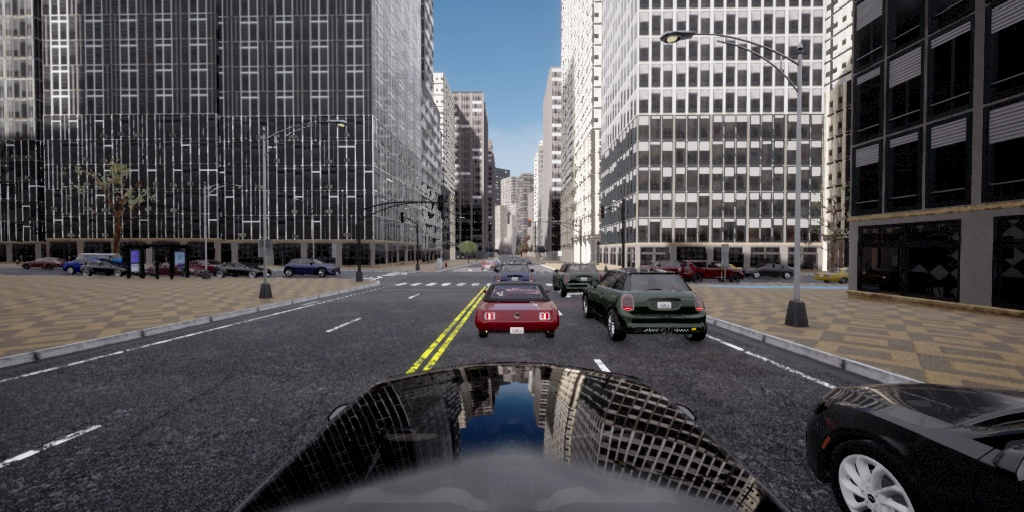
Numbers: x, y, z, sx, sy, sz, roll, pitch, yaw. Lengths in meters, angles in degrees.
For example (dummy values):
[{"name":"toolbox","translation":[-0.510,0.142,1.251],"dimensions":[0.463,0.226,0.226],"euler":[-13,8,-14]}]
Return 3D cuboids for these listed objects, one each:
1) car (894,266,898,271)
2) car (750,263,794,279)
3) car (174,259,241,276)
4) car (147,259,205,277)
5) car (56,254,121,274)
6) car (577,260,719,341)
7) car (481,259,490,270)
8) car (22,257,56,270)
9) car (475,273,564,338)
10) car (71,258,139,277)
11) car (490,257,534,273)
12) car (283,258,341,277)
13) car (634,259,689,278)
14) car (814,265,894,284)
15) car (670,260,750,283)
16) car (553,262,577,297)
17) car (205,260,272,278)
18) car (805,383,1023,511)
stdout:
[{"name":"car","translation":[33.160,1.685,29.276],"dimensions":[4.207,1.307,1.802],"euler":[0,0,1]},{"name":"car","translation":[24.960,1.442,35.207],"dimensions":[4.892,1.490,1.837],"euler":[0,1,1]},{"name":"car","translation":[-27.959,1.042,33.027],"dimensions":[4.674,1.442,1.812],"euler":[1,1,1]},{"name":"car","translation":[-28.365,1.138,30.343],"dimensions":[4.207,1.307,1.802],"euler":[0,0,1]},{"name":"car","translation":[-38.432,0.898,33.260],"dimensions":[5.008,1.535,1.882],"euler":[1,1,2]},{"name":"car","translation":[3.356,1.098,10.008],"dimensions":[2.097,1.767,4.553],"euler":[0,0,0]},{"name":"car","translation":[-3.241,1.241,50.572],"dimensions":[1.812,1.442,4.674],"euler":[0,0,0]},{"name":"car","translation":[-50.902,0.793,39.335],"dimensions":[4.207,1.307,1.802],"euler":[0,0,1]},{"name":"car","translation":[0.112,1.347,10.104],"dimensions":[1.895,1.301,4.718],"euler":[0,0,0]},{"name":"car","translation":[-34.045,1.069,30.527],"dimensions":[4.313,1.339,1.948],"euler":[0,0,1]},{"name":"car","translation":[0.130,1.092,19.097],"dimensions":[2.097,1.767,4.553],"euler":[0,0,0]},{"name":"car","translation":[-18.178,0.957,32.770],"dimensions":[4.553,1.767,2.097],"euler":[1,1,2]},{"name":"car","translation":[14.683,1.198,35.461],"dimensions":[4.553,1.767,2.097],"euler":[1,1,2]},{"name":"car","translation":[27.691,1.579,29.380],"dimensions":[4.829,1.417,1.751],"euler":[0,0,1]},{"name":"car","translation":[16.243,1.269,29.599],"dimensions":[5.009,1.841,2.192],"euler":[0,0,1]},{"name":"car","translation":[3.379,1.093,18.945],"dimensions":[2.097,1.767,4.553],"euler":[0,0,0]},{"name":"car","translation":[-22.681,1.174,30.199],"dimensions":[4.313,1.339,1.948],"euler":[0,0,1]},{"name":"car","translation":[3.341,1.255,0.953],"dimensions":[1.837,1.490,4.892],"euler":[0,0,0]}]
